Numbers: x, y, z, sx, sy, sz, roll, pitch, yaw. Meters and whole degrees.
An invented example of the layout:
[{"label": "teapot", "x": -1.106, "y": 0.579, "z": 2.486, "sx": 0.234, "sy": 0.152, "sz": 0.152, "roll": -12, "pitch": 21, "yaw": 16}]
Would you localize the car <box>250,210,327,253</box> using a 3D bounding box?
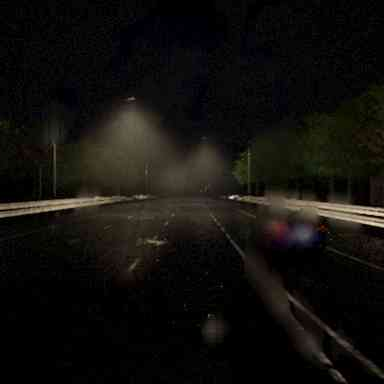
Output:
[{"label": "car", "x": 3.628, "y": 1.429, "z": 13.273, "sx": 2.163, "sy": 1.488, "sz": 4.792, "roll": 0, "pitch": 0, "yaw": -2}]
